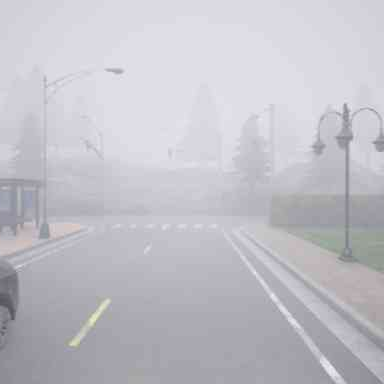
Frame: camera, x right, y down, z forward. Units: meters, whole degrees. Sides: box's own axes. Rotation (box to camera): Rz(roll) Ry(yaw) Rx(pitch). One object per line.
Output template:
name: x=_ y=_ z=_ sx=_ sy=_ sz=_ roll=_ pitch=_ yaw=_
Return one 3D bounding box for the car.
car: x=-3.585 y=1.494 z=3.215 sx=2.128 sy=1.511 sz=4.902 roll=0 pitch=0 yaw=0
